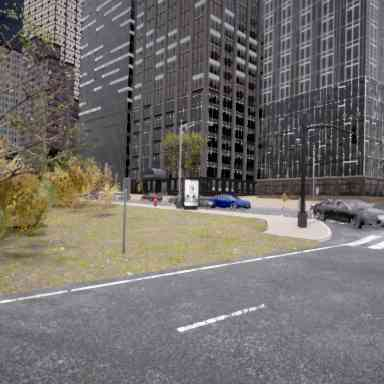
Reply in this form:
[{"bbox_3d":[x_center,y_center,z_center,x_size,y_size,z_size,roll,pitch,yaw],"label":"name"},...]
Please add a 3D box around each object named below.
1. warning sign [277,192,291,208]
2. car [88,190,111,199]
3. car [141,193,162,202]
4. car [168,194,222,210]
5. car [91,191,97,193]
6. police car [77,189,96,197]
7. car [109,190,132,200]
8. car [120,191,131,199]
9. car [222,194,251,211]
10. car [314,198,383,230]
[{"bbox_3d":[10.961,0.989,39.546,1.300,1.860,1.060,2,-1,-40],"label":"warning sign"},{"bbox_3d":[-17.444,0.490,62.825,2.128,1.511,4.902,3,-1,-43],"label":"car"},{"bbox_3d":[-6.800,0.865,55.896,1.812,1.442,4.674,3,-1,-41],"label":"car"},{"bbox_3d":[0.178,0.879,32.624,2.128,1.511,4.902,3,-1,-40],"label":"car"},{"bbox_3d":[-15.194,0.521,50.550,1.994,1.385,4.181,3,-1,-41],"label":"car"},{"bbox_3d":[-24.209,0.310,75.999,1.930,1.638,5.238,3,-1,-44],"label":"police car"},{"bbox_3d":[-13.627,0.505,63.391,2.097,1.767,4.553,3,-1,-43],"label":"car"},{"bbox_3d":[-12.344,0.308,52.246,2.150,2.045,5.566,3,-1,-41],"label":"car"},{"bbox_3d":[3.711,1.012,33.452,1.882,1.535,5.008,3,-1,-40],"label":"car"},{"bbox_3d":[9.030,1.141,19.063,2.128,1.511,4.902,-1,2,-16],"label":"car"}]
